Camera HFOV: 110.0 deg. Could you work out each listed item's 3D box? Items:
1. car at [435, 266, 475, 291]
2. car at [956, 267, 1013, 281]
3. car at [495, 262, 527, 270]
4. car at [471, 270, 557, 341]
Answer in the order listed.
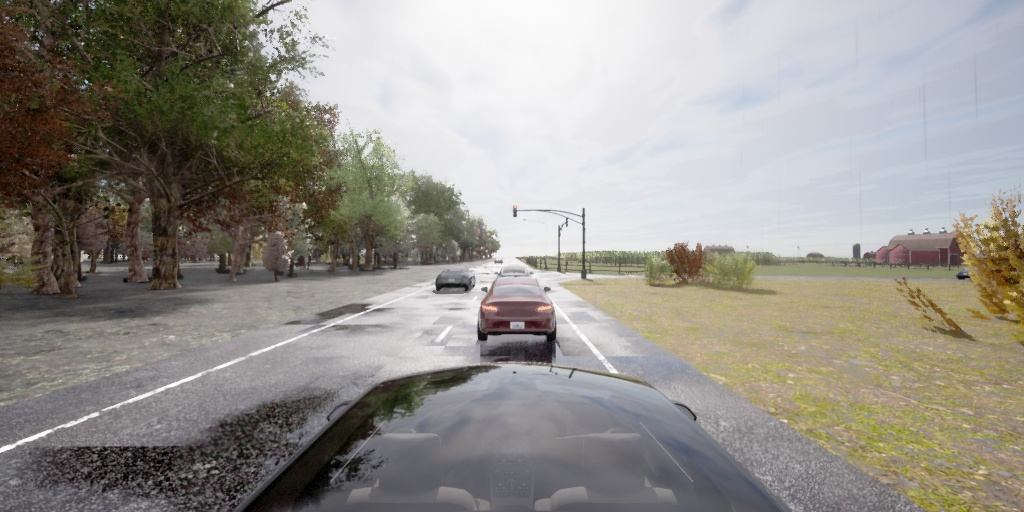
[{"bbox_3d":[-3.392,1.318,22.083,1.994,1.385,4.181,0,0,0],"label":"car"},{"bbox_3d":[48.945,1.845,37.113,4.181,1.385,1.994,1,-1,0],"label":"car"},{"bbox_3d":[0.105,1.259,19.021,1.837,1.490,4.892,0,0,0],"label":"car"},{"bbox_3d":[0.112,1.278,9.759,1.812,1.442,4.674,0,0,0],"label":"car"}]
